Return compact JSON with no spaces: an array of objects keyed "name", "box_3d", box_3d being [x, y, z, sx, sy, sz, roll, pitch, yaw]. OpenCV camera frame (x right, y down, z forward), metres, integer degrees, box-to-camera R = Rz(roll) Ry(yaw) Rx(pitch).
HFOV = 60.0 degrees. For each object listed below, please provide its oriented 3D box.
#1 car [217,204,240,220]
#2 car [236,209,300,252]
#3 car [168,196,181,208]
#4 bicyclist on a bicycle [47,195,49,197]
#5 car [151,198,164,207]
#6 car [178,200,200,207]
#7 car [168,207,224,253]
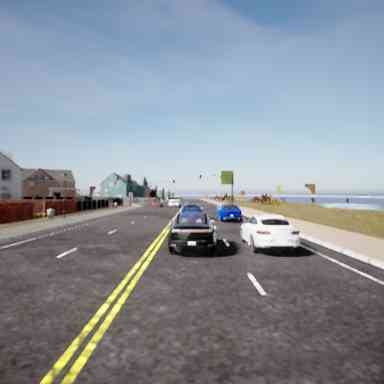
[{"name":"car","box_3d":[3.255,1.764,29.481,1.882,1.535,5.008,0,0,0]},{"name":"car","box_3d":[3.254,1.663,14.381,1.812,1.442,4.674,0,0,0]},{"name":"car","box_3d":[-3.252,1.841,62.711,2.150,2.045,5.566,0,-1,0]},{"name":"bicyclist on a bicycle","box_3d":[-29.615,1.487,68.390,0.582,1.620,1.656,1,-1,-35]},{"name":"car","box_3d":[-6.504,1.984,62.666,2.097,1.767,4.553,0,0,0]},{"name":"car","box_3d":[0.005,1.764,29.479,1.882,1.535,5.008,0,0,0]},{"name":"car","box_3d":[0.003,1.629,14.290,2.128,1.511,4.902,0,0,0]}]
